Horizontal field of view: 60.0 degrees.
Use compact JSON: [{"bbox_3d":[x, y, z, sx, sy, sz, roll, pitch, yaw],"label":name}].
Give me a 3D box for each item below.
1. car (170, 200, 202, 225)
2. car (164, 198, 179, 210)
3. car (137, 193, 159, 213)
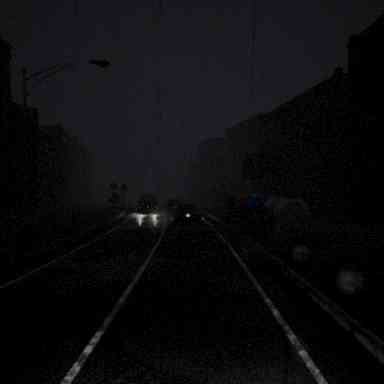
[{"bbox_3d":[-0.400,1.530,24.003,1.994,1.385,4.181,0,0,-4],"label":"car"},{"bbox_3d":[-2.385,1.478,41.562,1.837,1.490,4.892,0,0,-9],"label":"car"},{"bbox_3d":[-5.006,1.187,37.639,2.150,2.045,5.566,0,0,-8],"label":"car"}]
